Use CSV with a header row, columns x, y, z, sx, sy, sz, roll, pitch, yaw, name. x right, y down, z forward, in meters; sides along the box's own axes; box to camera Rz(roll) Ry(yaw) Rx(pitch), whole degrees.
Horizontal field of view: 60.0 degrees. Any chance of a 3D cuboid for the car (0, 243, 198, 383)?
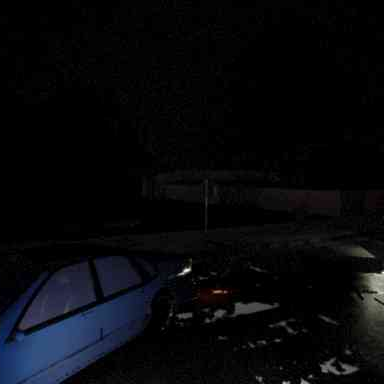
x,y,z,sx,sy,sz,roll,pitch,yaw,name
-1.875,1.486,4.358,2.033,1.411,5.357,1,1,30,car
